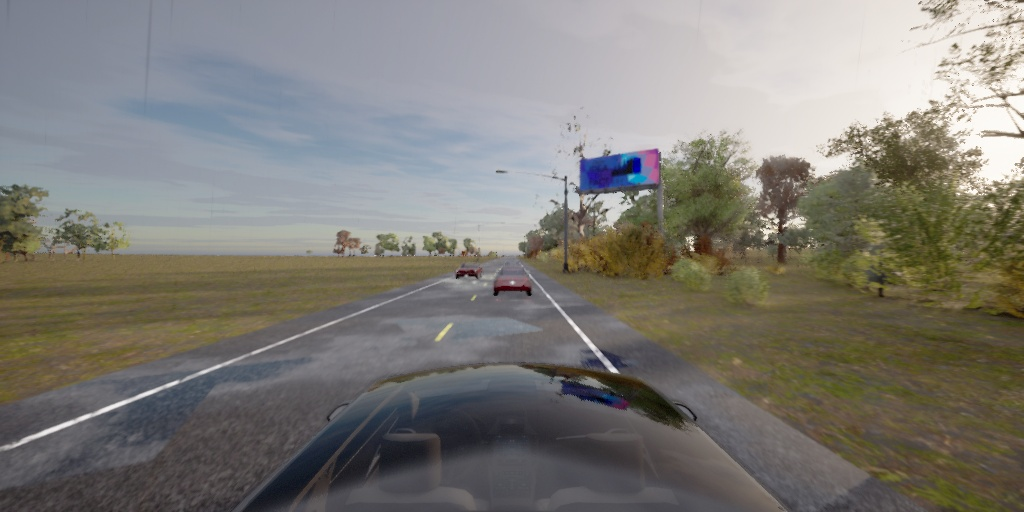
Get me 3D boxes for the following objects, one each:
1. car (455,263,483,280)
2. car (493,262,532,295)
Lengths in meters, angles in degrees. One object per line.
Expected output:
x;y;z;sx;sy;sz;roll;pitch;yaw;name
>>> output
-3.525;1.221;29.948;1.895;1.301;4.718;0;0;0;car
0.042;1.233;19.295;1.994;1.385;4.181;0;0;0;car
